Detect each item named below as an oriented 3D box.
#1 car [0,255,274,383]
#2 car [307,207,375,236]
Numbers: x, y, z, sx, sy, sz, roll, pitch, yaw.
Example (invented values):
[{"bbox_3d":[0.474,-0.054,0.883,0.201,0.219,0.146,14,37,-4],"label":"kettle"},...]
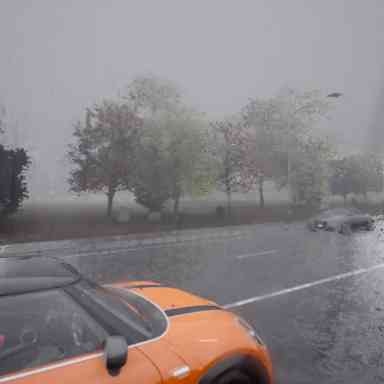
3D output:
[{"bbox_3d":[-1.424,1.352,2.731,4.553,1.767,2.097,0,0,-36],"label":"car"},{"bbox_3d":[8.304,1.563,18.463,4.181,1.385,1.994,0,0,-35],"label":"car"}]
